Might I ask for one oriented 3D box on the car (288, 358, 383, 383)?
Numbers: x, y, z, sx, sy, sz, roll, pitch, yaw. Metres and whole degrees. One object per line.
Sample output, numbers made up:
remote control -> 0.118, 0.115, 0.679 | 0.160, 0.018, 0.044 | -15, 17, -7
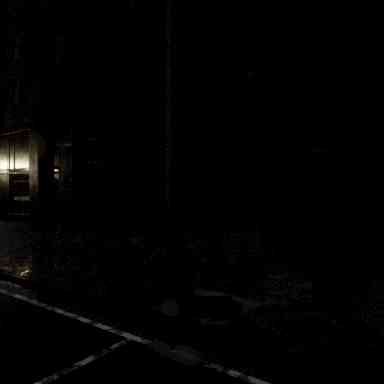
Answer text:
car -> 2.462, 1.545, 1.209 | 4.507, 1.381, 1.887 | 0, 0, 36
